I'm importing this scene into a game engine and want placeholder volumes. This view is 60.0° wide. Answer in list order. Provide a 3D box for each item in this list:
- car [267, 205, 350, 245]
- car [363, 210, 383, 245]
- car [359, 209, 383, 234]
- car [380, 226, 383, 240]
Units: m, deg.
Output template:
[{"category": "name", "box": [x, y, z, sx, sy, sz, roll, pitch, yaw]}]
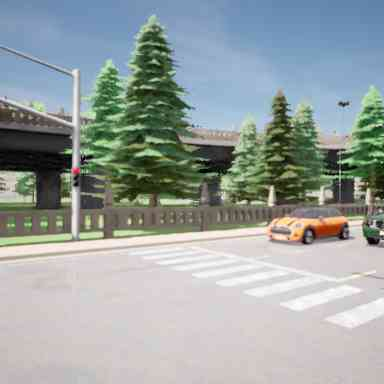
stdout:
[{"category": "car", "box": [5.900, 1.545, 16.772, 4.553, 1.767, 2.097, 1, -1, -35]}, {"category": "car", "box": [10.369, 1.419, 15.638, 5.566, 2.045, 2.150, 1, -1, -34]}, {"category": "car", "box": [12.999, 1.840, 21.695, 4.181, 1.385, 1.994, 1, -1, -34]}, {"category": "car", "box": [7.626, 1.663, 9.197, 5.357, 1.411, 2.033, 1, -1, -36]}]
